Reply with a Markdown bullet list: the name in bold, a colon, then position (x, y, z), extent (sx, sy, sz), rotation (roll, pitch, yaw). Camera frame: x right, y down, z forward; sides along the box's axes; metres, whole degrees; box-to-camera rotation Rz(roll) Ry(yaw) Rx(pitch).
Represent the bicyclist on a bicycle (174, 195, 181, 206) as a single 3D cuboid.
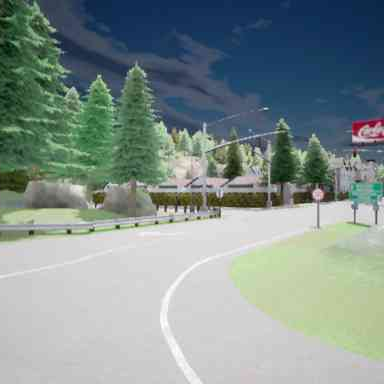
- **bicyclist on a bicycle**: position (-2.036, 1.274, 47.173), extent (0.582, 1.620, 1.656), rotation (0, 0, 36)
